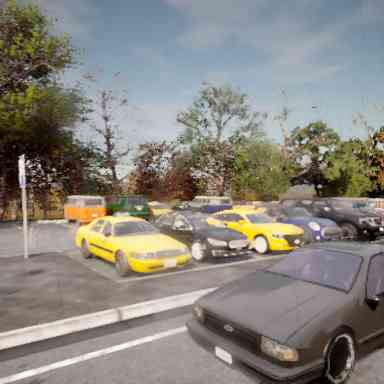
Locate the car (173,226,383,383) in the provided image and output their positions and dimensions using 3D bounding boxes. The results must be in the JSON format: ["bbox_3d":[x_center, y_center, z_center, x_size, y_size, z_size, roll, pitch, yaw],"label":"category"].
[{"bbox_3d":[2.543,1.558,5.497,5.357,1.411,2.033,0,0,-35],"label":"car"}]

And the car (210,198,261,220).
[{"bbox_3d":[3.950,1.527,31.095,2.185,1.767,4.553,1,-1,-35],"label":"car"}]

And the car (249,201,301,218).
[{"bbox_3d":[8.446,1.731,34.329,2.097,1.535,5.008,1,-1,-35],"label":"car"}]

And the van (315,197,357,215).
[{"bbox_3d":[17.537,1.662,40.667,1.878,1.987,4.442,1,-1,-35],"label":"van"}]

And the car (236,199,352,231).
[{"bbox_3d":[4.560,1.409,15.548,2.185,1.767,4.553,1,-1,-35],"label":"car"}]

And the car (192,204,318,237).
[{"bbox_3d":[2.312,1.503,13.916,2.097,1.535,5.008,1,0,-35],"label":"car"}]

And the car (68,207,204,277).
[{"bbox_3d":[-2.090,1.461,10.546,1.946,1.575,5.366,1,0,-35],"label":"car"}]

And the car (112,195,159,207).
[{"bbox_3d":[-5.105,1.253,24.718,2.435,2.045,5.566,1,0,-35],"label":"car"}]

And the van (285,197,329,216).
[{"bbox_3d":[12.890,1.584,37.644,1.878,1.987,4.442,1,-1,-35],"label":"van"}]

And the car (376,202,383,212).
[{"bbox_3d":[30.988,2.318,50.384,2.097,1.535,5.008,2,-1,-35],"label":"car"}]

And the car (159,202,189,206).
[{"bbox_3d":[-2.729,1.534,26.149,1.946,1.575,5.366,1,0,-35],"label":"car"}]

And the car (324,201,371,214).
[{"bbox_3d":[19.720,1.927,42.372,2.097,1.535,5.008,1,-1,-35],"label":"car"}]

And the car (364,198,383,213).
[{"bbox_3d":[28.650,1.980,48.691,2.435,2.045,5.566,2,-1,-35],"label":"car"}]

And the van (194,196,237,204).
[{"bbox_3d":[1.609,1.388,29.609,1.878,1.987,4.442,1,-1,-35],"label":"van"}]

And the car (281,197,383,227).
[{"bbox_3d":[6.854,1.320,17.109,2.435,2.045,5.566,1,-1,-35],"label":"car"}]

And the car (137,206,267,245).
[{"bbox_3d":[0.055,1.480,12.308,2.231,1.521,4.892,1,0,-35],"label":"car"}]

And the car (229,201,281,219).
[{"bbox_3d":[6.088,1.690,32.649,2.097,1.535,5.008,1,-1,-35],"label":"car"}]

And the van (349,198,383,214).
[{"bbox_3d":[24.157,1.842,45.668,1.878,1.987,4.442,2,-1,-35],"label":"van"}]

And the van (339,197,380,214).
[{"bbox_3d":[21.928,1.754,43.795,1.878,1.987,4.442,2,-1,-35],"label":"van"}]

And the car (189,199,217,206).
[{"bbox_3d":[-0.579,1.575,27.900,2.231,1.521,4.892,1,-1,-35],"label":"car"}]

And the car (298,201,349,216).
[{"bbox_3d":[15.320,1.846,39.005,1.946,1.575,5.366,1,-1,-35],"label":"car"}]

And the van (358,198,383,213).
[{"bbox_3d":[26.310,1.922,47.202,1.878,1.987,4.442,2,-1,-35],"label":"van"}]

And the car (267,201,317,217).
[{"bbox_3d":[10.703,1.772,35.936,2.231,1.521,4.892,1,-1,-35],"label":"car"}]

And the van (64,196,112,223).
[{"bbox_3d":[-7.513,1.254,23.114,1.878,1.987,4.442,1,0,-35],"label":"van"}]
